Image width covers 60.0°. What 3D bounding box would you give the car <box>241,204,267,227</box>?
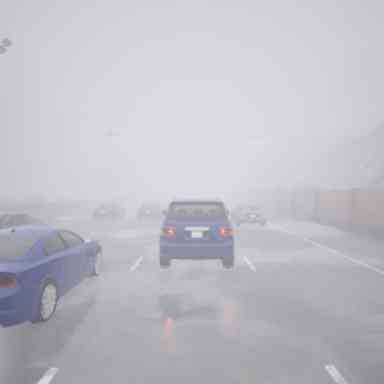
[{"bbox_3d":[3.654,1.498,22.473,2.033,1.411,5.357,0,0,0],"label":"car"}]

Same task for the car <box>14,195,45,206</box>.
[{"bbox_3d":[-21.371,1.236,44.746,2.097,1.767,4.553,0,0,-1],"label":"car"}]

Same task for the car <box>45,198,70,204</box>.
[{"bbox_3d":[-17.881,1.448,45.346,1.994,1.385,4.181,0,0,-1],"label":"car"}]

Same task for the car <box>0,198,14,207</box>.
[{"bbox_3d":[-24.867,1.445,44.618,1.994,1.385,4.181,0,0,-1],"label":"car"}]

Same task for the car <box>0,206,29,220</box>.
[{"bbox_3d":[-6.854,1.472,12.275,1.837,1.490,4.892,0,0,0],"label":"car"}]

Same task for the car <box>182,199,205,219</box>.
[{"bbox_3d":[0.085,1.411,29.033,1.882,1.535,5.008,0,0,-1],"label":"car"}]

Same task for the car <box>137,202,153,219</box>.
[{"bbox_3d":[-3.403,1.498,27.927,1.994,1.385,4.181,0,0,-1],"label":"car"}]

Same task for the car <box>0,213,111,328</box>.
[{"bbox_3d":[-3.379,1.459,7.130,1.882,1.535,5.008,0,0,0],"label":"car"}]

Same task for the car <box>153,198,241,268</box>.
[{"bbox_3d":[0.142,1.195,11.341,2.150,2.045,5.566,0,0,0],"label":"car"}]

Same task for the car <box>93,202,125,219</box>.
[{"bbox_3d":[-6.902,1.495,27.938,1.994,1.385,4.181,0,0,-1],"label":"car"}]
